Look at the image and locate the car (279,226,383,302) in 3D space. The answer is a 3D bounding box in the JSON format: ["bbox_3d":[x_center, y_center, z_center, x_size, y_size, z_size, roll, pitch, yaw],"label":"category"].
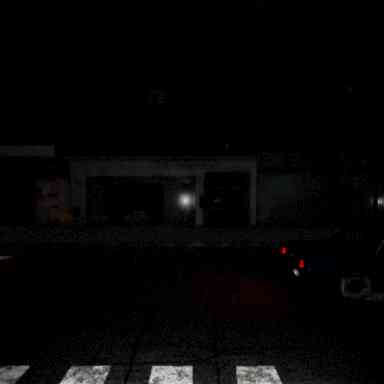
[{"bbox_3d":[4.455,1.427,7.170,4.718,1.301,1.895,0,1,0],"label":"car"}]
